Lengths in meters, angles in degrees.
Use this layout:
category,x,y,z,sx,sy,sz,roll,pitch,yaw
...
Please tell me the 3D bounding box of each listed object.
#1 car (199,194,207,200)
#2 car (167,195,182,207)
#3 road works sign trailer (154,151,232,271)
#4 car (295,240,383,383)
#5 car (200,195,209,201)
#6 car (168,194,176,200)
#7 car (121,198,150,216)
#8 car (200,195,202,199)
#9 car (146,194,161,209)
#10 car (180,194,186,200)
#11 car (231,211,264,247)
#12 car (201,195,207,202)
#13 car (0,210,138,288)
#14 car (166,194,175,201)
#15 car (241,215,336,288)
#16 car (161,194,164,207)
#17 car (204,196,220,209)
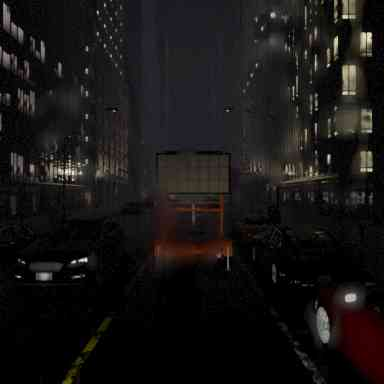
category,x,y,z,sx,sy,sz,roll,pitch,yaw
car,3.094,1.389,94.129,1.887,1.381,4.507,1,0,0
car,-2.885,1.556,50.384,1.895,1.301,4.718,0,0,0
road works sign trailer,0.046,0.463,10.928,2.380,3.560,2.880,0,0,0
car,2.710,1.545,3.332,1.887,1.381,4.507,0,0,0
car,3.046,1.445,82.779,1.947,1.339,4.313,1,0,0
car,-5.311,1.388,88.339,1.752,1.417,4.829,1,0,0
car,-5.551,1.527,31.752,1.887,1.381,4.507,0,0,0
car,2.950,1.519,60.080,1.802,1.307,4.206,1,0,0
car,-5.502,1.407,43.105,1.967,1.590,4.097,0,0,0
car,-2.619,1.334,90.482,1.882,1.535,5.008,0,0,0
car,2.759,1.522,14.853,1.752,1.417,4.829,0,0,0
car,2.926,1.530,54.406,1.802,1.307,4.206,1,0,0
car,-3.062,1.491,9.352,2.128,1.511,4.902,0,0,0
car,-5.333,1.320,82.833,1.967,1.590,4.097,1,0,0
car,2.734,1.550,9.006,2.008,1.369,4.403,0,0,0
car,-5.477,1.274,48.780,2.192,1.841,5.009,0,0,0
car,2.878,1.533,43.057,1.947,1.339,4.313,0,0,0
